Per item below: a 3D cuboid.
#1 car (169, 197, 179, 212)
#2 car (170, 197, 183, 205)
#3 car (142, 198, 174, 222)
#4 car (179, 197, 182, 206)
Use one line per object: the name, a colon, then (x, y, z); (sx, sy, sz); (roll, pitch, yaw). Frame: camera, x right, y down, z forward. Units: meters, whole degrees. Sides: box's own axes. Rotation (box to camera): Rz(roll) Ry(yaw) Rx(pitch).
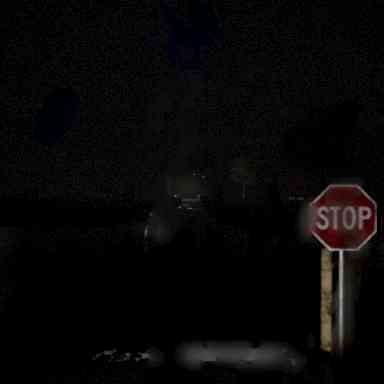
car: (-2.849, 1.569, 38.342); (1.994, 1.385, 4.181); (0, 0, 0)
car: (-2.774, 1.574, 60.760); (2.033, 1.411, 5.357); (0, 0, 0)
car: (-2.853, 1.494, 26.734); (2.128, 1.511, 4.902); (0, 0, 0)
car: (-2.843, 1.506, 49.876); (2.128, 1.511, 4.902); (0, 0, 0)
